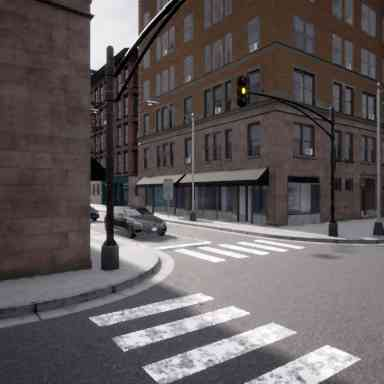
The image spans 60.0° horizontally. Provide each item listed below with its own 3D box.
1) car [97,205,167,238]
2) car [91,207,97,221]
[{"bbox_3d":[-3.081,1.436,17.262,1.812,1.442,4.674,0,0,-35],"label":"car"},{"bbox_3d":[-8.738,1.397,25.186,2.033,1.411,5.357,0,0,-36],"label":"car"}]
